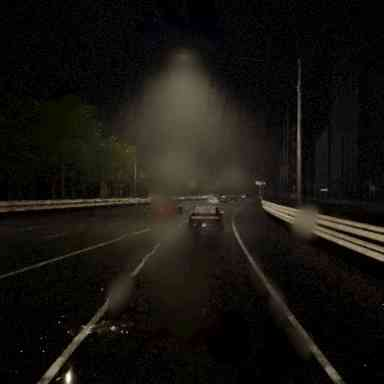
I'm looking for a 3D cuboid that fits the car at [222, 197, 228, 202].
[{"bbox_3d":[7.513,1.888,78.890,2.033,1.411,5.357,1,0,11],"label":"car"}]

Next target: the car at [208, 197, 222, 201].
[{"bbox_3d":[3.824,1.766,60.684,1.812,1.442,4.674,1,0,11],"label":"car"}]

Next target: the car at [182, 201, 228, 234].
[{"bbox_3d":[0.883,1.544,19.538,2.128,1.511,4.902,0,0,5],"label":"car"}]

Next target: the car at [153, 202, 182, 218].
[{"bbox_3d":[-2.168,1.630,31.308,1.994,1.385,4.181,0,0,12],"label":"car"}]
